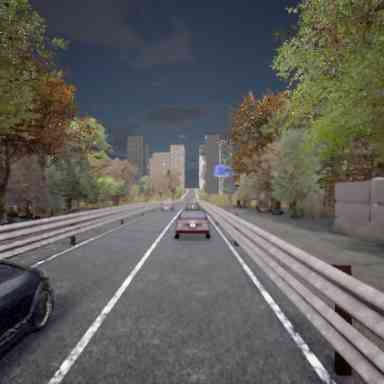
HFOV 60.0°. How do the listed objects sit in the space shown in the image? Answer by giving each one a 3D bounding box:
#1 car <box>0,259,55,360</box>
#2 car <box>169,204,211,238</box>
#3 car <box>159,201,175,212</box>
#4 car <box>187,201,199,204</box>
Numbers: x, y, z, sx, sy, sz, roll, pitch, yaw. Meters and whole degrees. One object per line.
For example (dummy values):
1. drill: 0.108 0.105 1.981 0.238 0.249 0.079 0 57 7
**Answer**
1. car: -3.350 1.567 4.035 1.994 1.385 4.181 0 0 0
2. car: 0.044 1.617 18.158 2.033 1.411 5.357 0 0 0
3. car: -3.336 1.958 46.015 1.812 1.442 4.674 0 -1 0
4. car: 0.092 1.873 43.176 2.128 1.511 4.902 0 -1 0
